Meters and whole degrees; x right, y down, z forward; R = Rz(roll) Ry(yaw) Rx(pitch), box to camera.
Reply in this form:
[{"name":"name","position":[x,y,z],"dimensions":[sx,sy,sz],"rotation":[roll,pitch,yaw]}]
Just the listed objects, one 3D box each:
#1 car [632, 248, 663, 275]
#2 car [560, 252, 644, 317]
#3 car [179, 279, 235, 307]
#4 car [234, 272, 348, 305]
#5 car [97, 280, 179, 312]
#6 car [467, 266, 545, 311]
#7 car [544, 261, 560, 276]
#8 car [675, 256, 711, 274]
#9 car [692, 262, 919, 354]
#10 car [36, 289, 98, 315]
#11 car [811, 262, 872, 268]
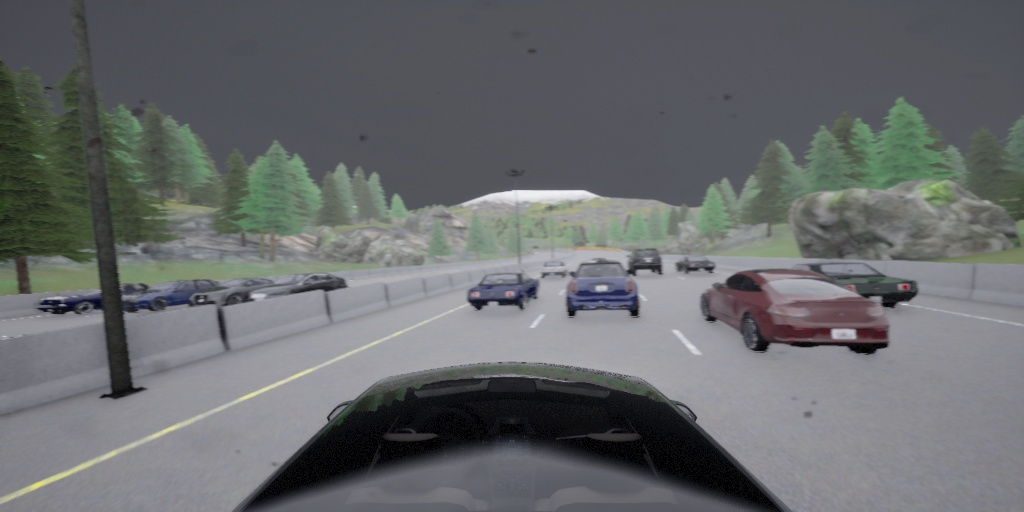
[{"name":"car","position":[10.468,0.422,28.507],"dimensions":[2.150,2.045,5.566],"rotation":[-2,0,13]},{"name":"car","position":[3.022,0.897,12.233],"dimensions":[2.097,1.767,4.553],"rotation":[-2,0,13]},{"name":"car","position":[-13.710,1.821,18.276],"dimensions":[1.994,1.385,4.181],"rotation":[-2,0,13]},{"name":"car","position":[-10.274,1.600,17.621],"dimensions":[2.128,1.511,4.902],"rotation":[-2,0,13]},{"name":"car","position":[-17.191,1.956,18.757],"dimensions":[2.033,1.411,5.357],"rotation":[-2,0,13]},{"name":"car","position":[-0.119,1.275,14.098],"dimensions":[1.895,1.301,4.718],"rotation":[-2,0,13]},{"name":"car","position":[3.603,1.097,29.798],"dimensions":[1.895,1.301,4.718],"rotation":[-2,0,13]},{"name":"car","position":[13.807,0.657,27.361],"dimensions":[1.895,1.301,4.718],"rotation":[-2,0,13]},{"name":"car","position":[5.543,0.982,7.671],"dimensions":[1.812,1.442,4.674],"rotation":[-2,0,13]},{"name":"car","position":[-20.797,2.169,18.692],"dimensions":[1.895,1.301,4.718],"rotation":[-2,0,13]},{"name":"car","position":[10.079,0.836,11.636],"dimensions":[1.895,1.301,4.718],"rotation":[-2,0,13]}]
